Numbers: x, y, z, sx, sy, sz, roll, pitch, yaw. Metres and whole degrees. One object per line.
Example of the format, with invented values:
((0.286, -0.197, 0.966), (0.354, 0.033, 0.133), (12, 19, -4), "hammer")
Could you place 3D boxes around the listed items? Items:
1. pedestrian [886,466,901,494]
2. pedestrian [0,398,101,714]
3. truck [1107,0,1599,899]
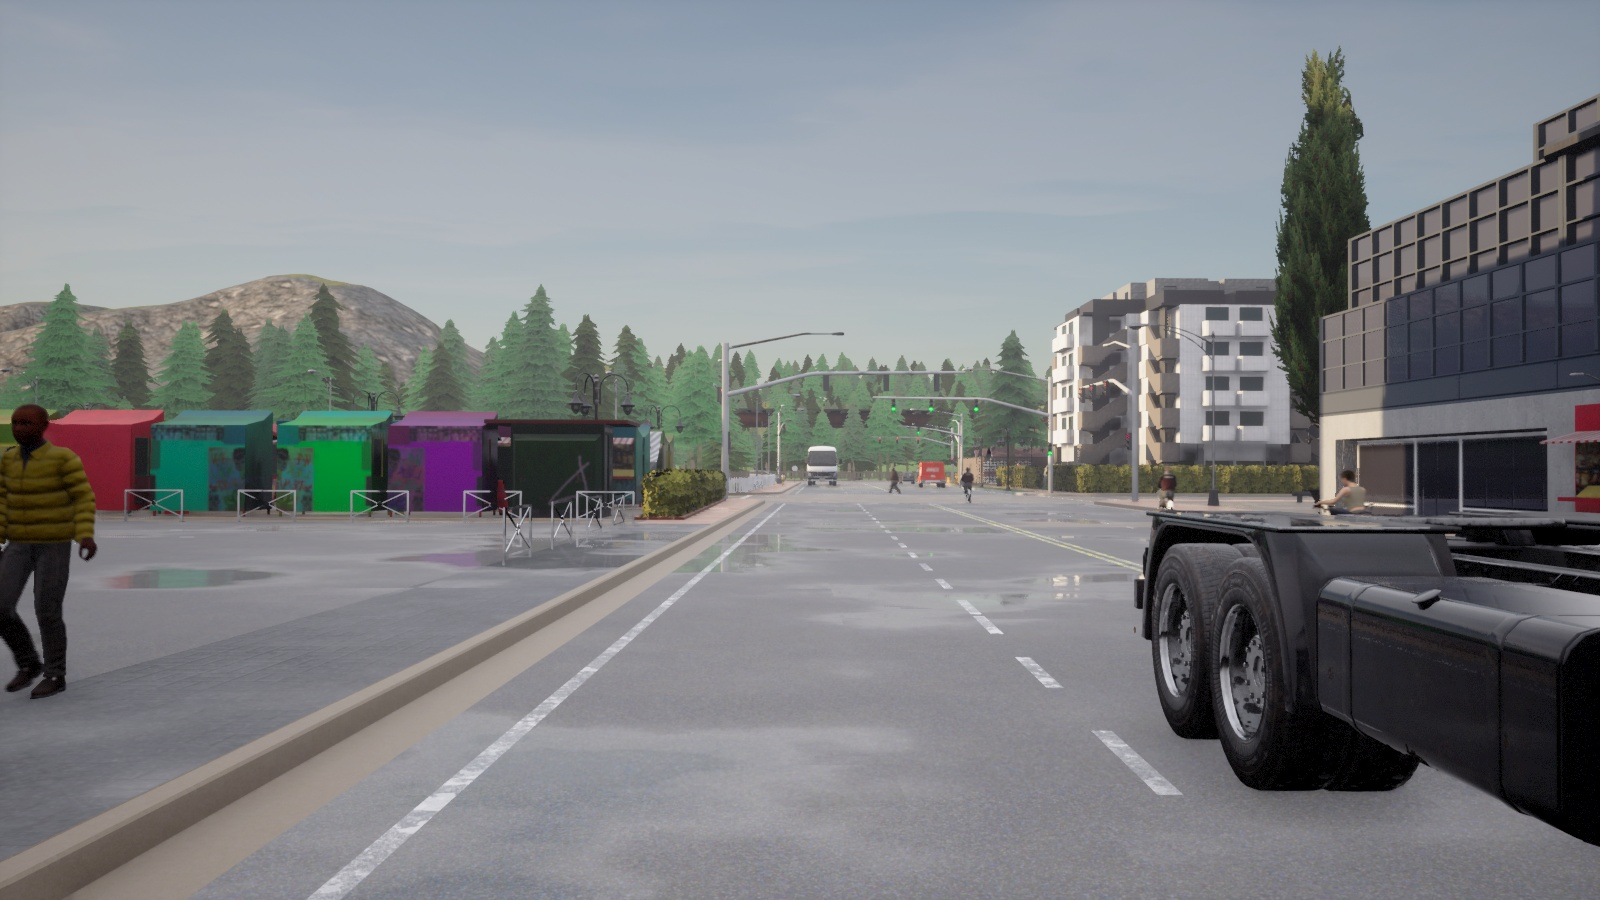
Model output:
((6.286, 1.989, 84.217), (0.899, 1.844, 0.634), (0, -1, -7), "pedestrian")
((-4.682, 0.620, 7.668), (0.370, 1.835, 0.726), (0, -1, 5), "pedestrian")
((3.537, -0.102, 4.747), (2.891, 3.462, 7.936), (0, -1, 1), "truck")
